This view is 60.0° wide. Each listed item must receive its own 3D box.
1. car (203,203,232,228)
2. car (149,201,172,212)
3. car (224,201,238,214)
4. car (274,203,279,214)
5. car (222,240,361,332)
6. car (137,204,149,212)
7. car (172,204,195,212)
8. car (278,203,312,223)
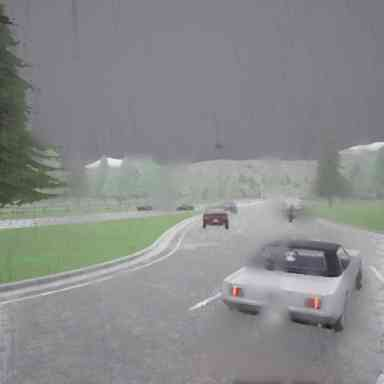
[{"bbox_3d":[1.899,1.910,25.958,1.882,1.535,5.008,-1,-1,5],"label":"car"},{"bbox_3d":[-4.855,2.400,56.160,2.097,1.767,4.553,-1,-1,21],"label":"car"},{"bbox_3d":[5.163,2.085,45.874,2.097,1.767,4.553,-1,-1,12],"label":"car"},{"bbox_3d":[11.849,2.154,43.834,2.033,1.411,5.357,-1,-1,12],"label":"car"},{"bbox_3d":[2.473,1.699,7.177,1.895,1.301,4.718,-1,-1,32],"label":"car"},{"bbox_3d":[-7.785,2.726,58.226,1.895,1.301,4.718,-1,-1,21],"label":"car"},{"bbox_3d":[-1.131,2.597,56.058,1.895,1.301,4.718,-1,-1,21],"label":"car"},{"bbox_3d":[9.411,1.890,29.903,2.128,1.511,4.902,-1,-1,7],"label":"car"}]
